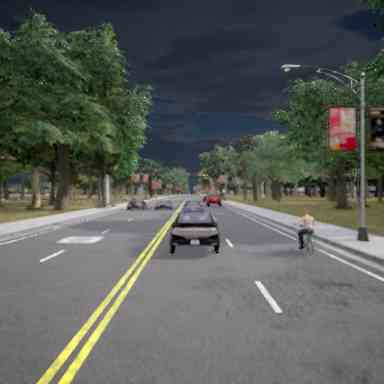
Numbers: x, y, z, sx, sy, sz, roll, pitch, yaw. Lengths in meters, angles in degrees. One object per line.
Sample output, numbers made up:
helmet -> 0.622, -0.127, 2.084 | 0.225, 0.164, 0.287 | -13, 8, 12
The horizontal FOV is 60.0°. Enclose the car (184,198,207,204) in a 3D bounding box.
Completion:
car -> 0.109, 1.519, 31.673 | 1.994, 1.385, 4.181 | 0, 0, 0

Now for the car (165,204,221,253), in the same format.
car -> 0.104, 1.471, 13.624 | 2.128, 1.511, 4.902 | 0, 0, 0

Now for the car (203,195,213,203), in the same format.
car -> 3.270, 1.389, 70.722 | 1.882, 1.535, 5.008 | 0, 0, 0

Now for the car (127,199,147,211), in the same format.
car -> -6.579, 1.508, 40.086 | 1.994, 1.385, 4.181 | 0, 0, 0

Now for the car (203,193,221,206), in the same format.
car -> 3.364, 1.154, 51.938 | 2.150, 2.045, 5.566 | 0, 0, 0

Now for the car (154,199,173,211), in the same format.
car -> -3.329, 1.508, 40.078 | 1.994, 1.385, 4.181 | 0, 0, 0

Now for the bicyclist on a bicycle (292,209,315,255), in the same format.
bicyclist on a bicycle -> 4.166, 1.419, 12.213 | 0.866, 1.612, 1.509 | 0, 0, 0
